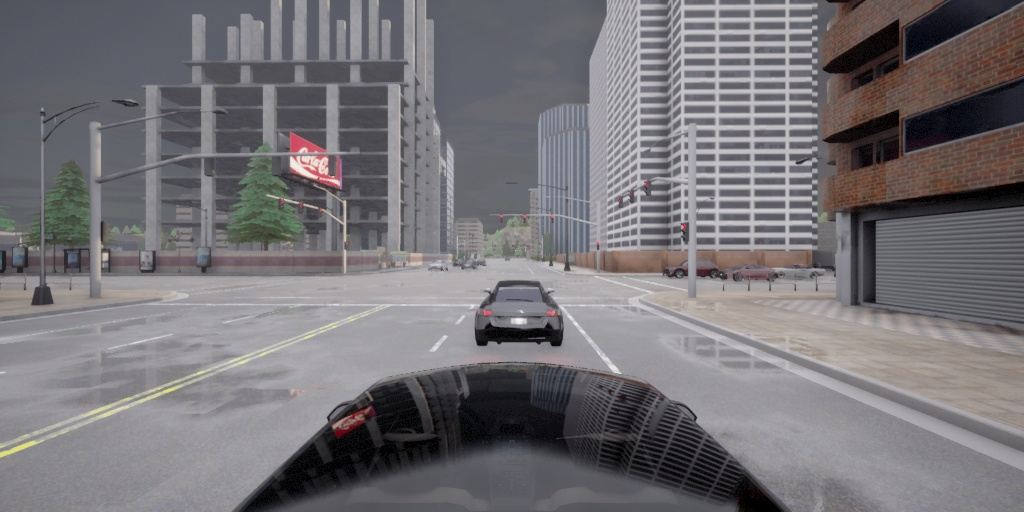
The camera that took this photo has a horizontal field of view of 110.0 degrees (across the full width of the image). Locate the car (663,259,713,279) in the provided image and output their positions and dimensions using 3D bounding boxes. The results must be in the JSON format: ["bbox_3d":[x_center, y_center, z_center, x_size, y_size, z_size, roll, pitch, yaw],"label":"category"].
[{"bbox_3d":[16.063,1.102,32.310,4.553,1.767,2.097,0,0,1],"label":"car"}]

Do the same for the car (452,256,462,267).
[{"bbox_3d":[-9.481,1.255,64.440,1.837,1.490,4.892,0,0,2],"label":"car"}]

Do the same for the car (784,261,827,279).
[{"bbox_3d":[25.056,1.350,32.195,4.718,1.301,1.895,0,0,1],"label":"car"}]

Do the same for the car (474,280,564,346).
[{"bbox_3d":[0.187,1.314,9.399,1.994,1.385,4.181,0,0,1],"label":"car"}]

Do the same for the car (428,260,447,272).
[{"bbox_3d":[-9.823,1.275,47.587,1.812,1.442,4.674,0,0,1],"label":"car"}]

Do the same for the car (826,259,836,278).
[{"bbox_3d":[28.675,1.227,28.640,5.008,1.535,1.882,0,0,1],"label":"car"}]

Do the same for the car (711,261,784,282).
[{"bbox_3d":[18.789,1.314,28.776,4.181,1.385,1.994,0,0,1],"label":"car"}]

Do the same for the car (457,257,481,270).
[{"bbox_3d":[-6.233,1.240,52.493,2.128,1.511,4.902,0,0,1],"label":"car"}]
